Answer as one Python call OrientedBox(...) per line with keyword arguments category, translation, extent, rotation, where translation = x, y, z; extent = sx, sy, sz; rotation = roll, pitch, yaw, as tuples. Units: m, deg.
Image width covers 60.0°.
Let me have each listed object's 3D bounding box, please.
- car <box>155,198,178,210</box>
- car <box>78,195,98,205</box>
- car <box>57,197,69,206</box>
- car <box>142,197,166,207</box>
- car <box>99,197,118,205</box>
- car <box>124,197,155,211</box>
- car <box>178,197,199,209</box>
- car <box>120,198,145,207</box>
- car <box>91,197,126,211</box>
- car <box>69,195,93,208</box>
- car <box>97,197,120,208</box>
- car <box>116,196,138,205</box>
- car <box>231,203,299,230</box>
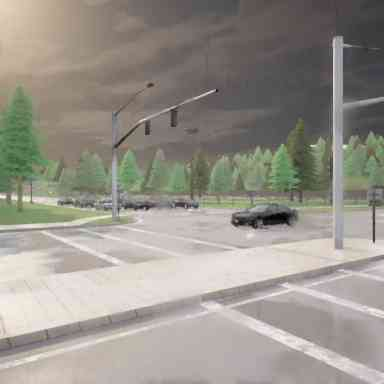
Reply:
OrientedBox(category="car", translation=(-4.171, 1.564, 43.887), extent=(1.994, 1.385, 4.181), rotation=(0, 0, -35))
OrientedBox(category="car", translation=(-18.084, 1.352, 57.671), extent=(2.097, 1.767, 4.553), rotation=(0, 0, -35))
OrientedBox(category="car", translation=(-21.447, 1.564, 56.376), extent=(1.994, 1.385, 4.181), rotation=(0, 0, -35))
OrientedBox(category="car", translation=(-6.048, 1.564, 52.676), extent=(1.994, 1.385, 4.181), rotation=(0, 0, -35))
OrientedBox(category="car", translation=(-14.902, 1.564, 59.237), extent=(1.994, 1.385, 4.181), rotation=(0, 0, -35))
OrientedBox(category="car", translation=(-7.159, 1.547, 42.050), extent=(2.033, 1.411, 5.357), rotation=(0, 0, -35))
OrientedBox(category="car", translation=(-0.958, 1.505, 45.402), extent=(1.837, 1.490, 4.892), rotation=(0, 0, -35))
OrientedBox(category="car", translation=(-9.193, 1.601, 51.051), extent=(1.895, 1.301, 4.718), rotation=(0, 0, -35))
OrientedBox(category="car", translation=(-10.203, 1.601, 40.296), extent=(1.895, 1.301, 4.718), rotation=(0, 0, -35))
OrientedBox(category="car", translation=(-15.744, 1.547, 48.199), extent=(2.033, 1.411, 5.357), rotation=(0, 0, -35))
OrientedBox(category="car", translation=(-12.520, 1.526, 49.702), extent=(1.812, 1.442, 4.674), rotation=(0, 0, -35))
OrientedBox(category="car", translation=(-12.047, 1.547, 61.274), extent=(2.033, 1.411, 5.357), rotation=(0, 0, -34))
OrientedBox(category="car", translation=(4.718, 1.477, 21.302), extent=(5.008, 1.535, 1.882), rotation=(0, 0, -35))
